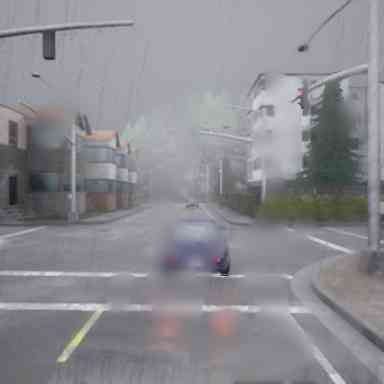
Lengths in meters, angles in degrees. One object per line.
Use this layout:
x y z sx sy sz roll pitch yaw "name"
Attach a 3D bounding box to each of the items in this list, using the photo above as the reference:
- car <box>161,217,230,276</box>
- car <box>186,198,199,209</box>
0.098 1.509 10.292 1.812 1.442 4.674 0 1 0 "car"
0.089 1.640 48.253 2.033 1.411 5.357 0 0 0 "car"
